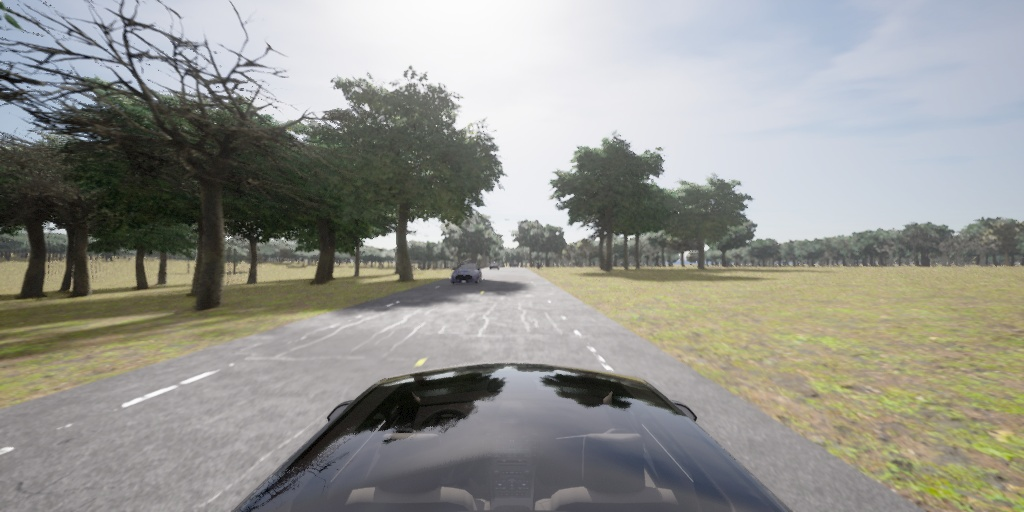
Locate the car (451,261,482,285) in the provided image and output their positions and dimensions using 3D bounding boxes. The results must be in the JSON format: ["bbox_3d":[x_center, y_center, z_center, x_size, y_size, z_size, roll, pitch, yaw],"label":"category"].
[{"bbox_3d":[-3.604,1.336,28.992,2.097,1.767,4.553,0,-1,0],"label":"car"}]
